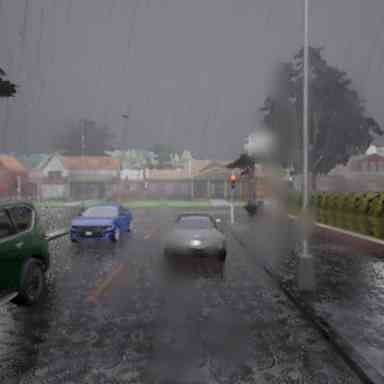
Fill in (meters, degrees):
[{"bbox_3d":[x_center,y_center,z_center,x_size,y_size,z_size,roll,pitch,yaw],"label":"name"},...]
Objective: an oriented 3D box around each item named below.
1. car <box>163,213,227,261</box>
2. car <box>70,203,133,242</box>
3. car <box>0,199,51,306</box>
[{"bbox_3d":[0.100,1.425,11.686,1.994,1.385,4.181,0,1,0],"label":"car"},{"bbox_3d":[-3.999,1.296,15.374,1.882,1.535,5.008,0,1,0],"label":"car"},{"bbox_3d":[-4.085,1.165,4.875,2.150,2.045,5.566,0,0,0],"label":"car"}]
